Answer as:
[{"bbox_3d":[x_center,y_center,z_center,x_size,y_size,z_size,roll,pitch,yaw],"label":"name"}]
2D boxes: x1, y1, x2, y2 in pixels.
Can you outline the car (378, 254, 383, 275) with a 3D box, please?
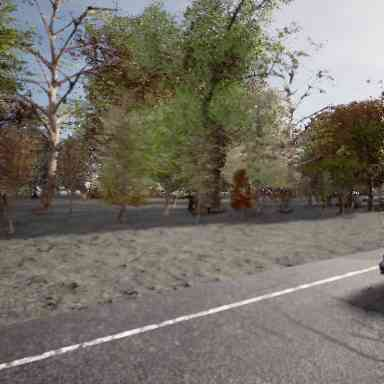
[{"bbox_3d":[6.977,1.559,8.732,5.357,1.411,2.033,0,0,-36],"label":"car"}]
